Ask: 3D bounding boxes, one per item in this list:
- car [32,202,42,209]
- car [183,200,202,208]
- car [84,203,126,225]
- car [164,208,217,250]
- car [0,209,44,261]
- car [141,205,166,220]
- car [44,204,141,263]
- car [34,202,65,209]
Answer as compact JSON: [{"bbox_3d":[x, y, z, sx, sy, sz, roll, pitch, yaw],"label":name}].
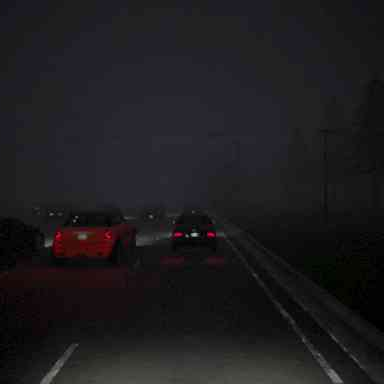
[{"bbox_3d":[-13.921,1.696,32.712,2.128,1.511,4.902,0,0,0],"label":"car"},{"bbox_3d":[0.079,1.764,32.457,1.994,1.385,4.181,0,0,0],"label":"car"},{"bbox_3d":[-6.919,1.716,27.198,2.033,1.411,5.357,0,0,0],"label":"car"},{"bbox_3d":[0.090,1.639,14.727,2.033,1.411,5.357,0,0,0],"label":"car"},{"bbox_3d":[-6.913,1.579,11.554,1.837,1.490,4.892,0,0,0],"label":"car"},{"bbox_3d":[-3.420,1.788,30.173,1.895,1.301,4.718,0,0,0],"label":"car"},{"bbox_3d":[-3.413,1.430,12.493,2.097,1.767,4.553,0,0,0],"label":"car"},{"bbox_3d":[-10.419,1.717,27.205,2.033,1.411,5.357,0,0,0],"label":"car"}]
